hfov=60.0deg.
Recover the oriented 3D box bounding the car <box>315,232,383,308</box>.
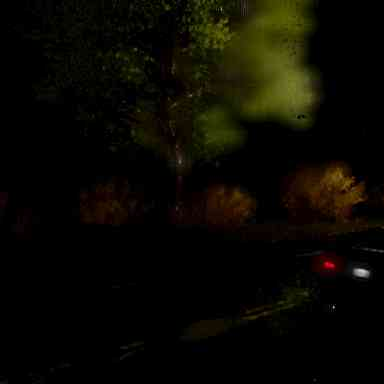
[{"bbox_3d":[4.830,1.516,6.866,5.357,1.411,2.033,4,-2,-35],"label":"car"}]
